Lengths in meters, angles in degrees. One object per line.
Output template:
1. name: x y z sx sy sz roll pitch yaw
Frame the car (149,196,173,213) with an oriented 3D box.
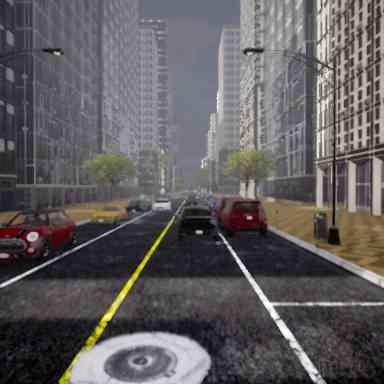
1. car: -3.123 1.419 35.041 1.812 1.442 4.674 0 0 0

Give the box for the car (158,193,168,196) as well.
1. car: -5.747 1.262 57.558 1.967 1.590 4.097 -1 0 0

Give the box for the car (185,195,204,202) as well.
1. car: 0.066 1.437 41.323 1.994 1.385 4.181 0 0 0

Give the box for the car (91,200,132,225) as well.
1. car: -5.717 1.455 23.287 1.752 1.417 4.829 -1 0 0

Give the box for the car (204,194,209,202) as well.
1. car: 2.653 1.334 34.831 1.967 1.590 4.097 -1 0 0

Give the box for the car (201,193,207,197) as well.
1. car: 2.642 1.298 46.198 1.967 1.590 4.097 -1 0 0

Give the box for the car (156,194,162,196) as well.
1. car: -5.737 1.409 46.191 2.008 1.369 4.403 -1 0 0

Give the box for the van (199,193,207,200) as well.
1. van: 2.612 1.089 80.300 1.690 1.788 3.998 -1 0 0

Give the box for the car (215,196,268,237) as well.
1. car: 2.666 1.261 17.780 2.192 1.841 5.009 -1 0 0

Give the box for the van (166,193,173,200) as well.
1. van: -5.773 1.070 85.977 1.690 1.788 3.998 -1 0 0

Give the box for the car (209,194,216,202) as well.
1. car: 2.661 1.244 23.464 2.192 1.841 5.009 -1 0 0

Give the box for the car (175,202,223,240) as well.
1. car: 0.202 1.455 16.645 1.837 1.490 4.892 0 0 -3

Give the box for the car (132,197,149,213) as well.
1. car: -5.727 1.460 34.824 1.947 1.339 4.313 -1 0 0

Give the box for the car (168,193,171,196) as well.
1. car: -5.754 1.119 63.241 2.192 1.841 5.009 -1 0 0

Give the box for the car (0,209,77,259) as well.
1. car: -5.708 1.404 12.089 1.967 1.590 4.097 -1 0 0
